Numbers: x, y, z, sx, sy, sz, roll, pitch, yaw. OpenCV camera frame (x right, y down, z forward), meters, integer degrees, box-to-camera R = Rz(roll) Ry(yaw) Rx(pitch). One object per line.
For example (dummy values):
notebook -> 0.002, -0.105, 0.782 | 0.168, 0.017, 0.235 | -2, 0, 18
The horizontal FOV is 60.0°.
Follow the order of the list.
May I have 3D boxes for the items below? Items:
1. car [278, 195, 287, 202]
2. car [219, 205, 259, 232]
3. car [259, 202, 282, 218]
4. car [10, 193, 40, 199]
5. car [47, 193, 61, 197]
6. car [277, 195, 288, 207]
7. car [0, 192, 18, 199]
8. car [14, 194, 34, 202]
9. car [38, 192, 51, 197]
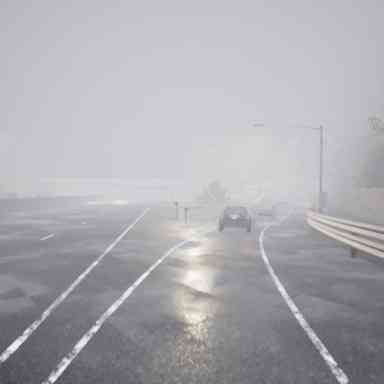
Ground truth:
car -> 19.990, 1.420, 73.410 | 1.895, 1.301, 4.718 | 1, 4, 14
car -> 3.248, 1.706, 23.052 | 2.097, 1.767, 4.553 | 1, -1, 15
car -> 8.855, 2.274, 38.794 | 2.033, 1.411, 5.357 | 1, -1, 21
car -> -25.735, 1.344, 51.413 | 1.812, 1.442, 4.674 | 0, 0, -4
car -> -26.977, 1.365, 67.023 | 1.994, 1.385, 4.181 | 0, 0, -5
car -> 17.270, 1.939, 63.649 | 1.812, 1.442, 4.674 | 1, 2, 16
car -> -29.333, 1.017, 52.699 | 2.150, 2.045, 5.566 | 0, 0, -4
car -> -34.034, 1.224, 67.446 | 1.837, 1.490, 4.892 | 0, 0, -5
car -> -30.598, 0.944, 68.382 | 2.150, 2.045, 5.566 | 0, 0, -5
